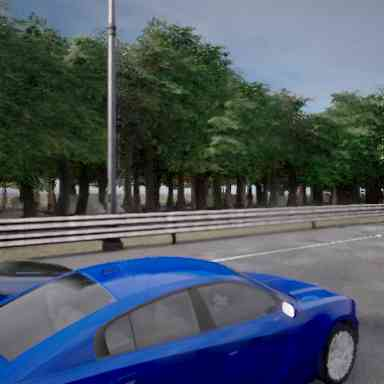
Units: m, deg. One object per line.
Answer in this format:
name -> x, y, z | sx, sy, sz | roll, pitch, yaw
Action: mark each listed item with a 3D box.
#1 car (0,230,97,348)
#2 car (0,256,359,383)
car -> -4.391, 1.546, 4.911 | 5.357, 1.411, 2.033 | 0, 0, -36
car -> -0.122, 1.478, 3.661 | 5.008, 1.535, 1.882 | 0, 0, -36
